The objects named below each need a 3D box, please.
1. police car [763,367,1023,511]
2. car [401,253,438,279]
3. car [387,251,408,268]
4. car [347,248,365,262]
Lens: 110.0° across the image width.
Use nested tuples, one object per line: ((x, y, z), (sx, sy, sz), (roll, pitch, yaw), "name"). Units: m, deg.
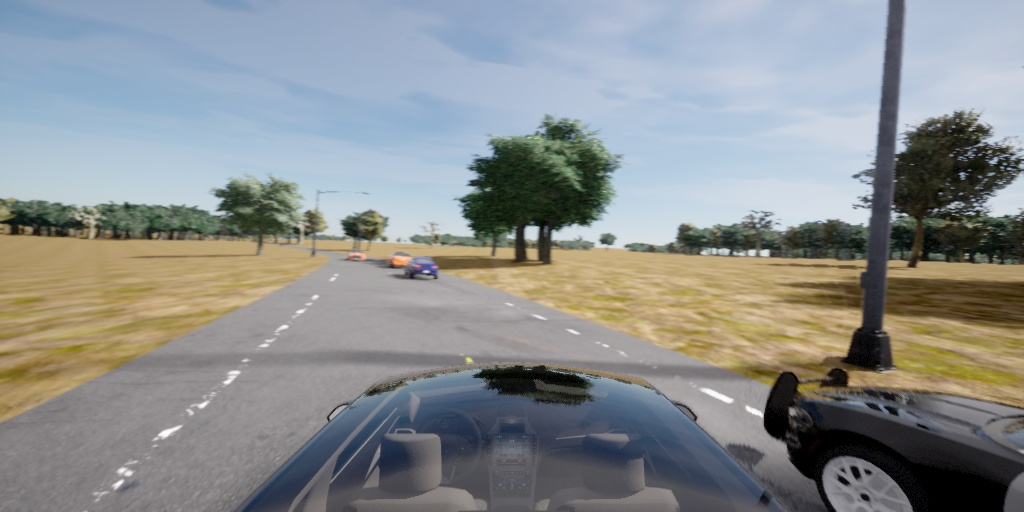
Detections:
((4.093, 1.477, 1.639), (1.930, 1.638, 5.238), (4, 0, -20), "police car")
((-6.401, 0.780, 25.264), (1.812, 1.442, 4.674), (4, 0, -23), "car")
((-11.586, 0.317, 37.036), (2.097, 1.767, 4.553), (4, -1, -25), "car")
((-21.031, -0.216, 48.393), (2.097, 1.767, 4.553), (4, -1, -27), "car")
